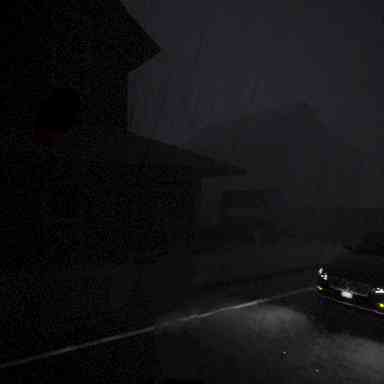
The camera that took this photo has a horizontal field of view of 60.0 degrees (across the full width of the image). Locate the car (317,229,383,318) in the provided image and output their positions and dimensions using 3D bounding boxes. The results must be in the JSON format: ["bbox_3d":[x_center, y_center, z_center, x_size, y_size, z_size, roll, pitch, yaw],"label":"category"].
[{"bbox_3d":[4.736,1.588,7.272,4.892,1.490,1.837,1,0,-35],"label":"car"}]
